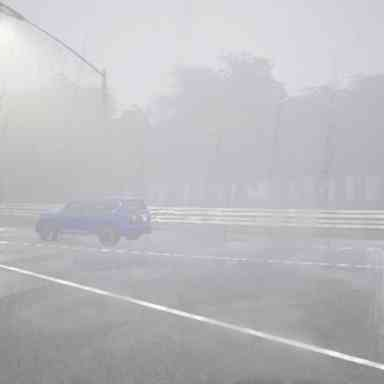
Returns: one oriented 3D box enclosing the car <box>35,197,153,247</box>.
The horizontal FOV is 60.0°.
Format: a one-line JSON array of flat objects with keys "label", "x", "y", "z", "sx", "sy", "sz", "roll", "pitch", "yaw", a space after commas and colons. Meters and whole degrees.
[{"label": "car", "x": -4.513, "y": 1.242, "z": 15.315, "sx": 5.566, "sy": 2.045, "sz": 2.150, "roll": 0, "pitch": 0, "yaw": 22}]
